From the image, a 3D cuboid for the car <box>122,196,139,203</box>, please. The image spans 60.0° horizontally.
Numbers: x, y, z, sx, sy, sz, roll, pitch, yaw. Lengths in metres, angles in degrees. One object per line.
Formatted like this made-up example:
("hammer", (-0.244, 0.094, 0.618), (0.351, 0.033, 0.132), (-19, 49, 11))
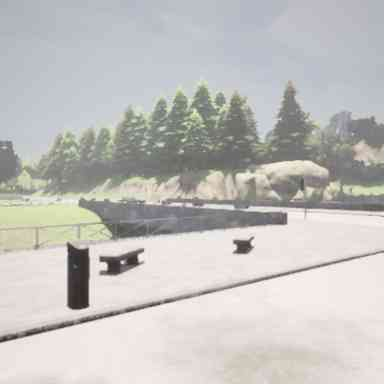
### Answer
("car", (-9.684, 1.374, 52.344), (2.033, 1.411, 5.357), (-1, 0, -35))
